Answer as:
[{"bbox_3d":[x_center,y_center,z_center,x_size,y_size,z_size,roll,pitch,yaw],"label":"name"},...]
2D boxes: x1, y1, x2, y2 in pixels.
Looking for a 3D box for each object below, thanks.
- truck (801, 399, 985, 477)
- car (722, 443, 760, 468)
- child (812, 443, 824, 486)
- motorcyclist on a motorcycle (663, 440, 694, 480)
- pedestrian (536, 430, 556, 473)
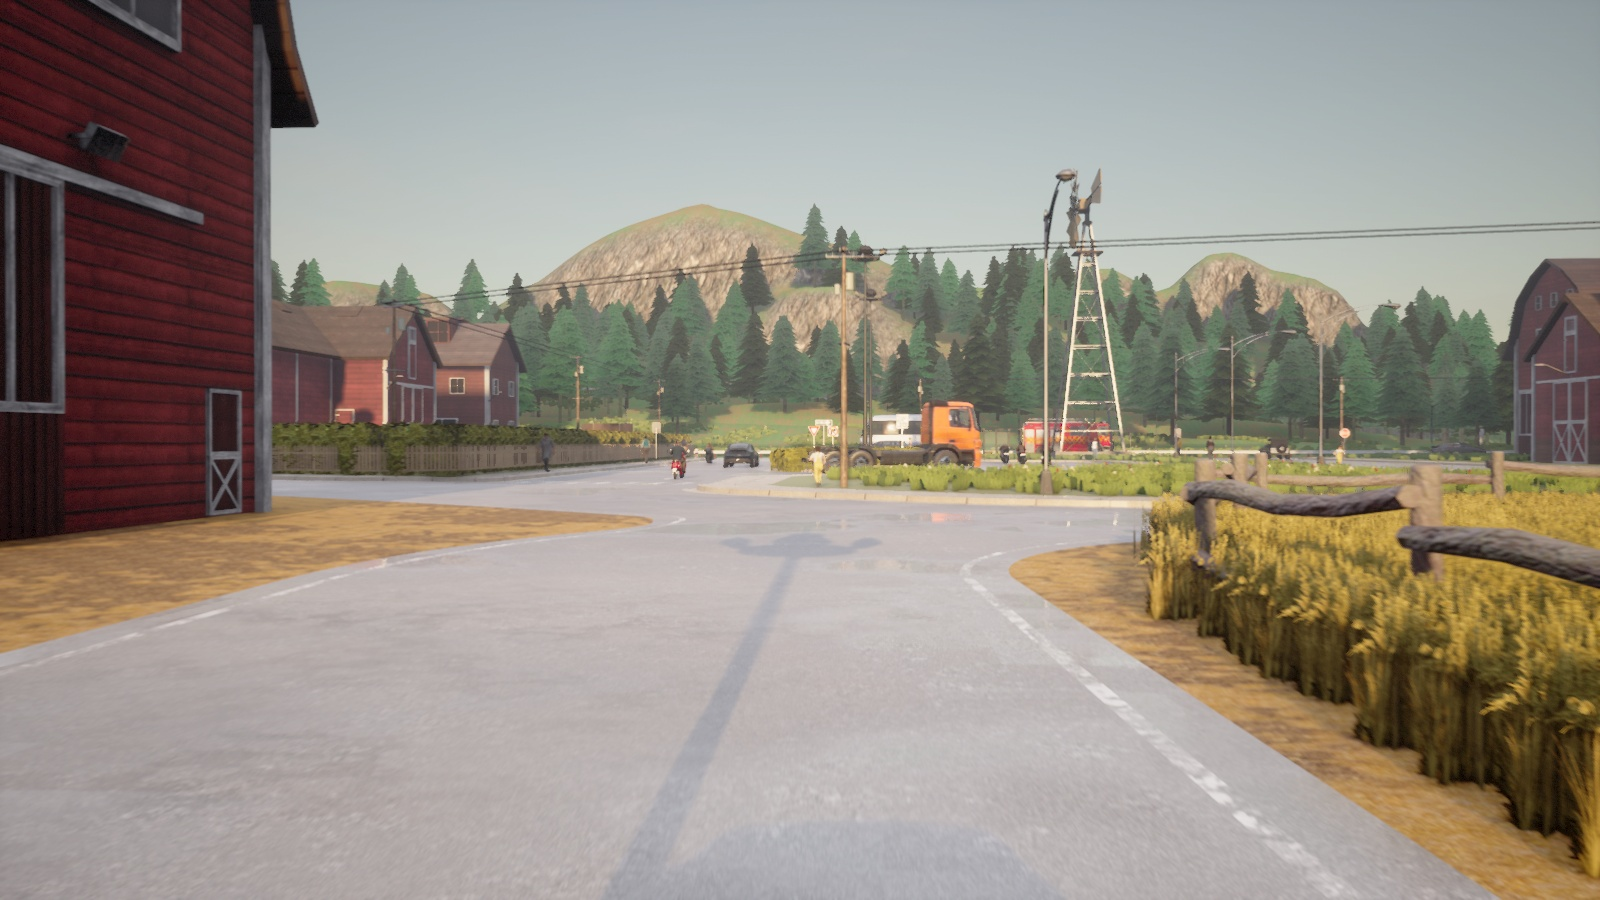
[{"bbox_3d":[4.170,-0.549,57.145,7.936,3.462,2.891,0,1,-6],"label":"truck"},{"bbox_3d":[-3.581,0.317,77.385,1.837,1.490,4.892,0,0,3],"label":"car"},{"bbox_3d":[0.526,0.433,37.000,0.270,1.263,0.437,0,0,-9],"label":"child"},{"bbox_3d":[-5.032,0.405,52.117,0.866,1.590,1.817,0,0,7],"label":"motorcyclist on a motorcycle"},{"bbox_3d":[-11.750,0.069,58.048,0.659,1.952,0.873,0,0,7],"label":"pedestrian"}]
